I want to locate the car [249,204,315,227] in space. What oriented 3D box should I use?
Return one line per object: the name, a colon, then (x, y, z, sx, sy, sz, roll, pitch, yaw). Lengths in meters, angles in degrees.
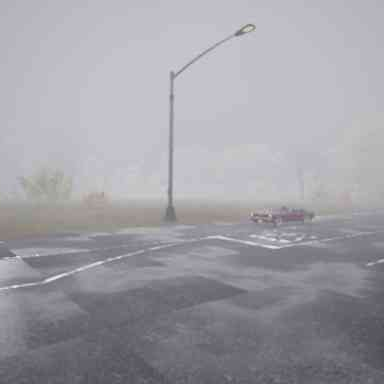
car: (5.935, 1.482, 21.770, 4.718, 1.301, 1.895, 0, 1, -38)
